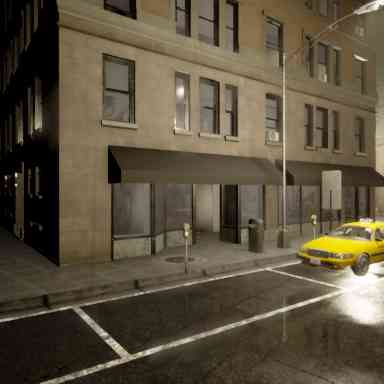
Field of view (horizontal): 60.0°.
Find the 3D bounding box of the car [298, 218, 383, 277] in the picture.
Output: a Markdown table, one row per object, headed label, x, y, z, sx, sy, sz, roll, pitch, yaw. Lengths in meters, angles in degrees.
| label | x | y | z | sx | sy | sz | roll | pitch | yaw |
| --- | --- | --- | --- | --- | --- | --- | --- | --- | --- |
| car | 5.253 | 1.526 | 10.273 | 4.829 | 1.417 | 1.752 | 0 | 0 | -35 |
